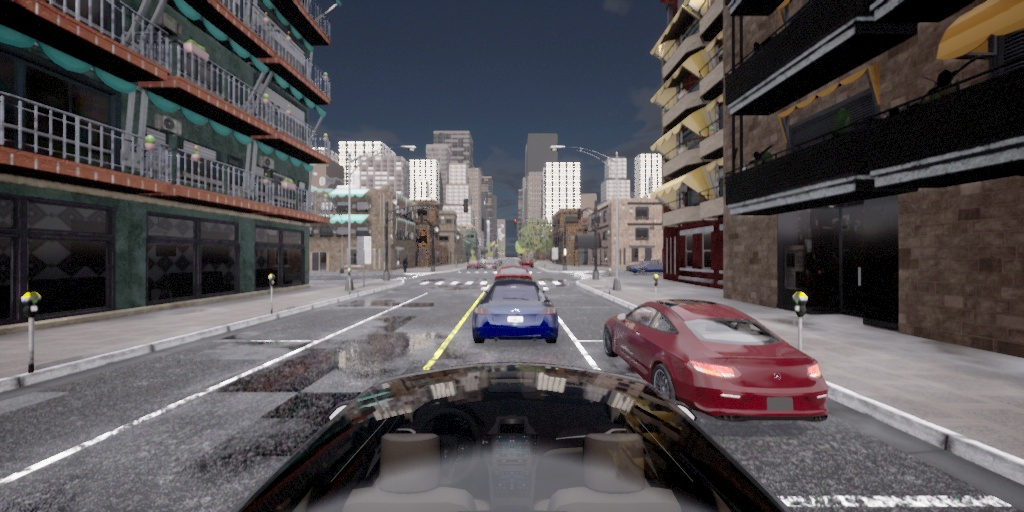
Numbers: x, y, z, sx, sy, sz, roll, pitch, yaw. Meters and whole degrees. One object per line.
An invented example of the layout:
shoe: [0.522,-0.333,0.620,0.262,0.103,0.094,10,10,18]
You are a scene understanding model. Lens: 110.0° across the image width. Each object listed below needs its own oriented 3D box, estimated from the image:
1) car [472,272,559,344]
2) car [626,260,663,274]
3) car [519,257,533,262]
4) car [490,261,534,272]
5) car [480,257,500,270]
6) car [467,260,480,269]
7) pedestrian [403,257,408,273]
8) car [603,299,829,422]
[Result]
car: [0.080,1.312,9.624,1.994,1.385,4.181,0,0,0]
car: [14.515,1.115,36.659,5.357,1.411,2.033,-1,0,0]
car: [2.581,1.082,60.421,2.192,1.841,5.009,0,0,0]
car: [0.067,1.226,18.610,1.882,1.535,5.008,0,0,0]
car: [-3.178,1.285,52.429,1.812,1.442,4.674,0,0,0]
car: [-5.877,1.307,54.884,1.888,1.381,4.507,0,0,0]
pedestrian: [-12.587,1.038,42.130,0.375,1.860,0.375,0,1,0]
car: [2.682,1.331,5.670,1.802,1.307,4.207,0,0,0]
